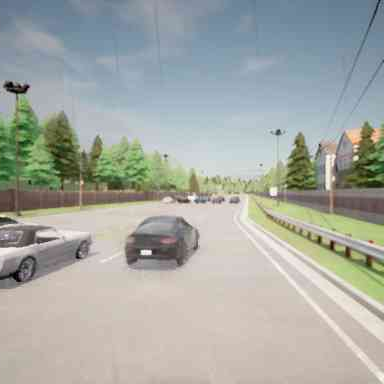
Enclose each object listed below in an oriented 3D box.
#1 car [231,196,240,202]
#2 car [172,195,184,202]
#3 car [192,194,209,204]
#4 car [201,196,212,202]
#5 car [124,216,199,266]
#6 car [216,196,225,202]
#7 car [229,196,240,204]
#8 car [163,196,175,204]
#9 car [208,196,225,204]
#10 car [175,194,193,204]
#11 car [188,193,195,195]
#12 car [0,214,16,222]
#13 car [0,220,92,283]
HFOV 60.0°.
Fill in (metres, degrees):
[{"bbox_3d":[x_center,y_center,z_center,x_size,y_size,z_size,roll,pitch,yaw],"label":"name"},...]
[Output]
[{"bbox_3d":[10.427,1.610,79.306,1.812,1.442,4.674,0,0,10],"label":"car"},{"bbox_3d":[-3.377,1.569,81.642,1.882,1.535,5.008,0,0,10],"label":"car"},{"bbox_3d":[1.856,1.741,70.611,1.812,1.442,4.674,0,0,10],"label":"car"},{"bbox_3d":[3.525,1.628,80.474,2.033,1.411,5.357,0,0,10],"label":"car"},{"bbox_3d":[-0.921,1.563,11.739,1.812,1.442,4.674,0,0,9],"label":"car"},{"bbox_3d":[6.976,1.611,79.890,1.812,1.442,4.674,0,0,10],"label":"car"},{"bbox_3d":[8.688,1.752,69.032,2.033,1.411,5.357,0,0,10],"label":"car"},{"bbox_3d":[-5.046,1.744,71.779,1.812,1.442,4.674,0,0,10],"label":"car"},{"bbox_3d":[5.237,1.739,69.616,2.128,1.511,4.902,0,0,10],"label":"car"},{"bbox_3d":[-1.665,1.694,70.784,1.882,1.535,5.008,0,0,10],"label":"car"},{"bbox_3d":[0.079,1.315,81.089,2.150,2.045,5.566,0,0,10],"label":"car"},{"bbox_3d":[-7.823,1.566,12.907,1.812,1.442,4.674,0,0,9],"label":"car"},{"bbox_3d":[-4.784,1.632,9.805,1.895,1.301,4.718,0,0,10],"label":"car"}]
